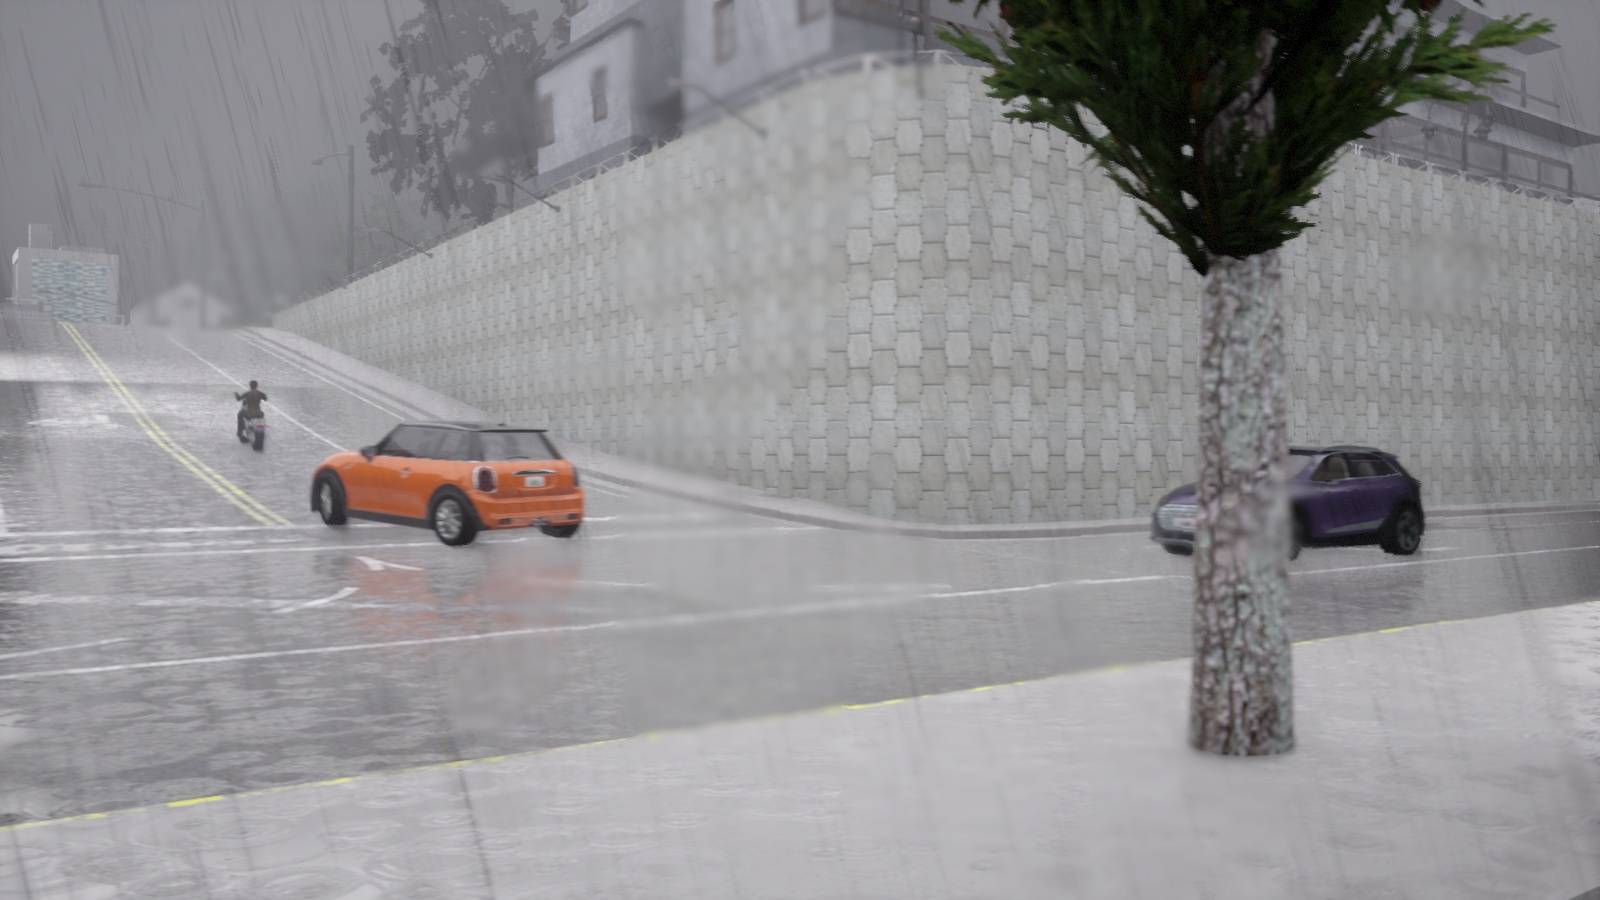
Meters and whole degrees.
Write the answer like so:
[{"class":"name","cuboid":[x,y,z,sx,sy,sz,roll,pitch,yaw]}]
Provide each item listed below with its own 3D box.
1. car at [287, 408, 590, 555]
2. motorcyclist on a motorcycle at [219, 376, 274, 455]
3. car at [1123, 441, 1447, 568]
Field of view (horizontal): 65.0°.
[{"class":"car","cuboid":[-5.473,0.354,18.718,4.553,1.767,2.097,4,4,39]},{"class":"motorcyclist on a motorcycle","cuboid":[-13.216,-0.843,29.954,0.766,1.649,2.350,0,7,-34]},{"class":"car","cuboid":[7.181,0.705,18.428,4.856,1.649,2.033,0,0,-34]}]
